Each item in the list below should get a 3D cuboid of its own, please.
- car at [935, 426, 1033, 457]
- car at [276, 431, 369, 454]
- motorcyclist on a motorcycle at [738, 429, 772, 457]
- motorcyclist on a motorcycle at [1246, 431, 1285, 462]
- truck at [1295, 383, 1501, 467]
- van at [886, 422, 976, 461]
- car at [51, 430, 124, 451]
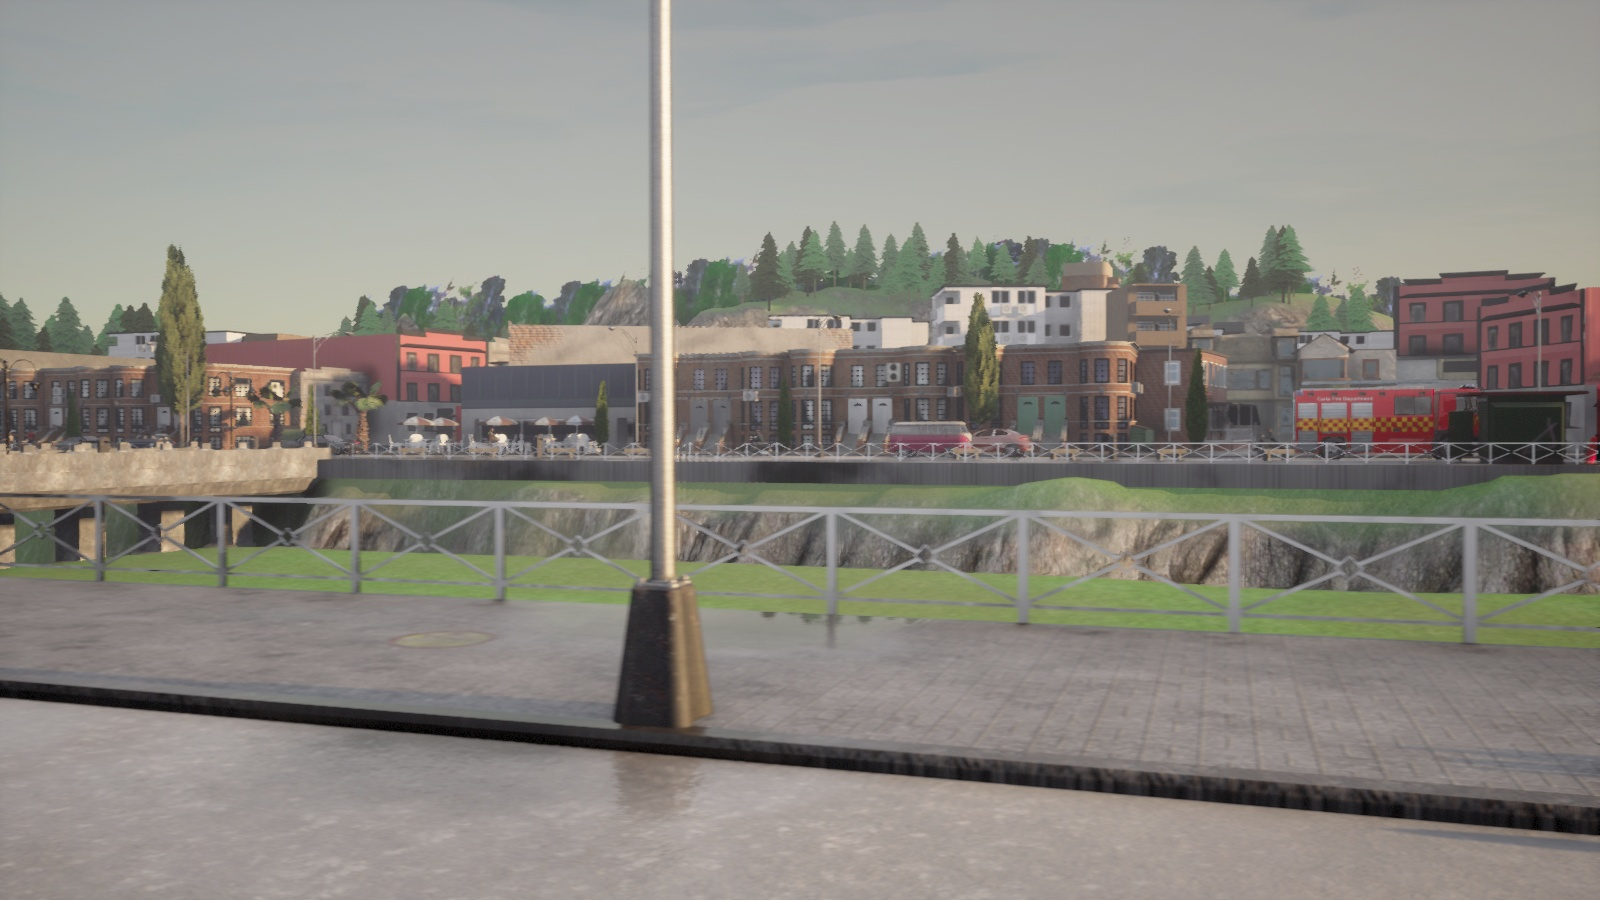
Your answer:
[{"bbox_3d":[10.205,-0.471,69.591,5.027,1.651,2.152,1,1,19],"label":"car"},{"bbox_3d":[-29.996,-0.502,78.888,5.357,1.411,2.033,1,1,19],"label":"car"},{"bbox_3d":[-2.665,-0.414,73.919,1.817,1.590,0.866,1,1,19],"label":"motorcyclist on a motorcycle"},{"bbox_3d":[24.059,-0.169,64.937,1.817,1.590,0.866,1,1,19],"label":"motorcyclist on a motorcycle"},{"bbox_3d":[28.047,-1.183,59.362,8.468,3.827,2.891,1,1,19],"label":"truck"},{"bbox_3d":[6.955,-0.459,66.464,4.442,1.987,1.775,1,1,19],"label":"van"},{"bbox_3d":[-48.253,-0.653,85.024,4.181,1.385,1.994,1,1,19],"label":"car"}]
